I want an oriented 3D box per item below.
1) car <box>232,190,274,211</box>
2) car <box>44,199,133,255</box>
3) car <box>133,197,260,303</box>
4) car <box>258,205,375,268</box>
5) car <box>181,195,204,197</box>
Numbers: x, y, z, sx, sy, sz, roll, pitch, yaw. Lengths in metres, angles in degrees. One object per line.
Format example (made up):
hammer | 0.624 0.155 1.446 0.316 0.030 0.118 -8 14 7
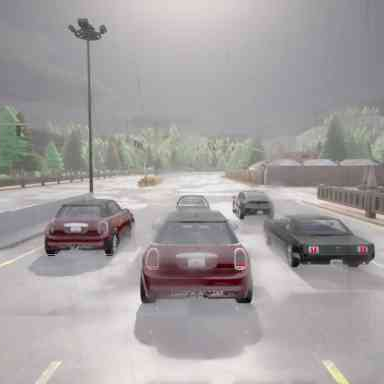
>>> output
car | 3.521 0.661 19.631 1.837 1.490 4.892 0 4 0
car | -3.438 1.011 11.980 2.097 1.767 4.553 0 3 0
car | 0.077 1.191 8.013 2.097 1.767 4.553 0 2 0
car | 3.569 1.339 10.411 1.895 1.301 4.718 0 3 0
car | 0.035 0.857 17.396 2.033 1.411 5.357 0 4 0
